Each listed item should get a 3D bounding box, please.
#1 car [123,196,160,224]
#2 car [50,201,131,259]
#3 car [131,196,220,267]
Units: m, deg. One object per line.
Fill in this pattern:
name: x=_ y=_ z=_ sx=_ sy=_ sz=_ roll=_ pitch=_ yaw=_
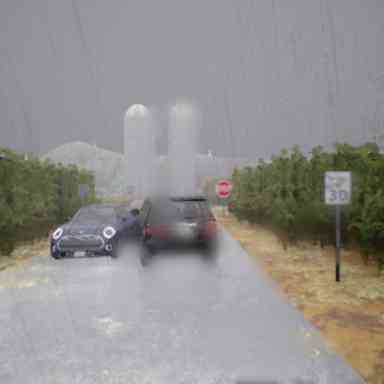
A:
car: x=-3.441 y=1.184 z=23.590 sx=1.882 sy=1.535 sz=5.008 roll=0 pitch=1 yaw=0
car: x=-3.351 y=1.252 z=12.084 sx=2.097 sy=1.767 sz=4.553 roll=-1 pitch=0 yaw=-1
car: x=-0.746 y=1.144 z=11.231 sx=2.150 sy=2.045 sz=5.566 roll=-1 pitch=0 yaw=-13
